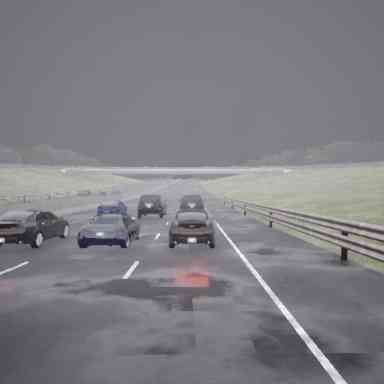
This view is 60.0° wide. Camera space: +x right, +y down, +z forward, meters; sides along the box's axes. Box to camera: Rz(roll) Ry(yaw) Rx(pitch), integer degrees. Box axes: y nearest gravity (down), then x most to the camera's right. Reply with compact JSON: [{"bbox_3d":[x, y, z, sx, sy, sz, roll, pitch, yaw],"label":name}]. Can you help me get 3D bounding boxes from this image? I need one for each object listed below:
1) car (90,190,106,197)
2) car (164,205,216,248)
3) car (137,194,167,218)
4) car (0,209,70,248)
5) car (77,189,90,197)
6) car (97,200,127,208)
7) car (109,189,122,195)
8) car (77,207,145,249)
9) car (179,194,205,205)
[{"bbox_3d":[-20.999,0.396,75.894,2.128,1.511,4.902,0,2,0],"label":"car"},{"bbox_3d":[0.000,1.521,14.657,1.837,1.490,4.892,0,0,0],"label":"car"},{"bbox_3d":[-3.500,1.220,29.684,2.150,2.045,5.566,0,0,0],"label":"car"},{"bbox_3d":[-7.000,1.521,14.658,1.837,1.490,4.892,0,0,0],"label":"car"},{"bbox_3d":[-24.499,0.225,75.919,2.097,1.767,4.553,0,2,0],"label":"car"},{"bbox_3d":[-7.000,1.448,29.657,1.882,1.535,5.008,0,0,0],"label":"car"},{"bbox_3d":[-17.499,0.225,75.919,2.097,1.767,4.553,0,2,0],"label":"car"},{"bbox_3d":[-3.500,1.577,14.658,1.994,1.385,4.181,0,0,0],"label":"car"},{"bbox_3d":[0.000,1.220,29.684,2.150,2.045,5.566,0,0,0],"label":"car"}]
